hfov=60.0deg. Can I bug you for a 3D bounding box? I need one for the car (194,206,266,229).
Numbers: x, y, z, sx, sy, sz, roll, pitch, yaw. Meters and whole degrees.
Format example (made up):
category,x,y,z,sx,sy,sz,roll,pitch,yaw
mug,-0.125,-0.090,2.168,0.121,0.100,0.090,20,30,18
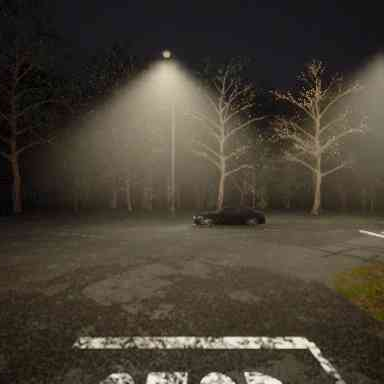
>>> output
category,x,y,z,sx,sy,sz,roll,pitch,yaw
car,2.458,1.611,21.659,4.674,1.442,1.812,0,0,0
